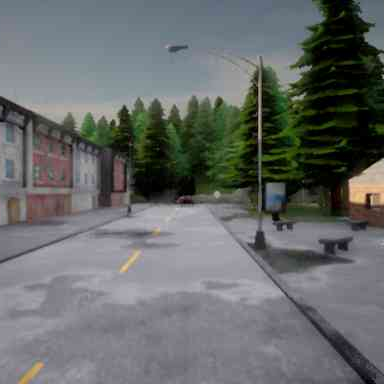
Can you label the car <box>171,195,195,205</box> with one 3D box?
[{"bbox_3d":[-1.592,1.370,57.369,2.097,1.767,4.553,0,0,41],"label":"car"}]
